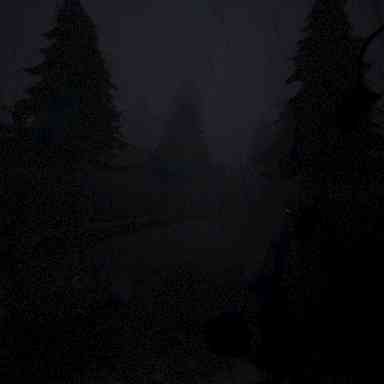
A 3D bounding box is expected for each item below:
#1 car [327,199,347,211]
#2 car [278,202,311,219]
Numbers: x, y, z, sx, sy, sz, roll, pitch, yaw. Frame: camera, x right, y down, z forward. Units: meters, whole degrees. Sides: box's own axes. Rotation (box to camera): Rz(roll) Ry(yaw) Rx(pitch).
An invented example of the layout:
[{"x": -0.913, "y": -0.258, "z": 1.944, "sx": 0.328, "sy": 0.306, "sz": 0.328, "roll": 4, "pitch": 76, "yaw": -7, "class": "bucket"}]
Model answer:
[{"x": 16.514, "y": 1.509, "z": 38.898, "sx": 2.128, "sy": 1.511, "sz": 4.902, "roll": 0, "pitch": 0, "yaw": 43, "class": "car"}, {"x": 9.031, "y": 1.565, "z": 29.207, "sx": 1.994, "sy": 1.385, "sz": 4.181, "roll": 0, "pitch": 0, "yaw": 33, "class": "car"}]
